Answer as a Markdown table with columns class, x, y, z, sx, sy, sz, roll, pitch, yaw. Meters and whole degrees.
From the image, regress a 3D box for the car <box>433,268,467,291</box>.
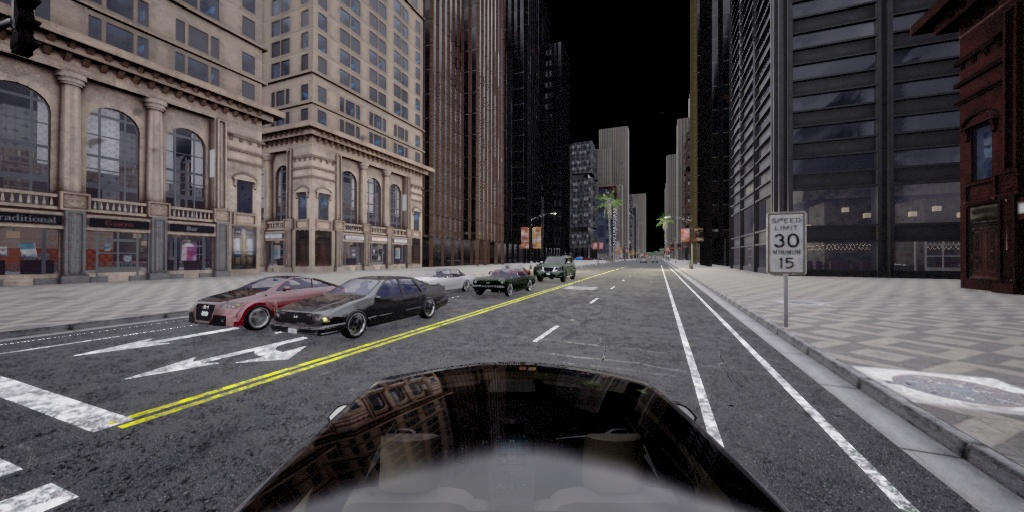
| class | x | y | z | sx | sy | sz | roll | pitch | yaw |
| --- | --- | --- | --- | --- | --- | --- | --- | --- | --- |
| car | -3.905 | 1.357 | 19.260 | 1.895 | 1.301 | 4.718 | 0 | 0 | 22 |

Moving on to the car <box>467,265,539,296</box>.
| class | x | y | z | sx | sy | sz | roll | pitch | yaw |
| --- | --- | --- | --- | --- | --- | --- | --- | --- | --- |
| car | -0.321 | 1.357 | 19.433 | 1.895 | 1.301 | 4.718 | 0 | 0 | 22 |

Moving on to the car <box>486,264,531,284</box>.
| class | x | y | z | sx | sy | sz | roll | pitch | yaw |
| --- | --- | --- | --- | --- | --- | --- | --- | --- | --- |
| car | -0.132 | 1.364 | 28.480 | 1.895 | 1.301 | 4.718 | 0 | 0 | 22 |

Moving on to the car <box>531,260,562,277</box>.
| class | x | y | z | sx | sy | sz | roll | pitch | yaw |
| --- | --- | --- | --- | --- | --- | --- | --- | --- | --- |
| car | 3.768 | 1.250 | 37.911 | 1.882 | 1.535 | 5.008 | 0 | 0 | 23 |

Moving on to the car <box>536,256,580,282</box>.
| class | x | y | z | sx | sy | sz | roll | pitch | yaw |
| --- | --- | --- | --- | --- | --- | --- | --- | --- | --- |
| car | 3.733 | 0.986 | 29.332 | 2.150 | 2.045 | 5.566 | 0 | 0 | 22 |

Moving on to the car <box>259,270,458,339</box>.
| class | x | y | z | sx | sy | sz | roll | pitch | yaw |
| --- | --- | --- | --- | --- | --- | --- | --- | --- | --- |
| car | -3.952 | 1.299 | 10.558 | 2.033 | 1.411 | 5.357 | 0 | 0 | 22 |

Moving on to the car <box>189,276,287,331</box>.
| class | x | y | z | sx | sy | sz | roll | pitch | yaw |
| --- | --- | --- | --- | --- | --- | --- | --- | --- | --- |
| car | -7.218 | 1.316 | 11.149 | 1.994 | 1.385 | 4.181 | 0 | 0 | 22 |
